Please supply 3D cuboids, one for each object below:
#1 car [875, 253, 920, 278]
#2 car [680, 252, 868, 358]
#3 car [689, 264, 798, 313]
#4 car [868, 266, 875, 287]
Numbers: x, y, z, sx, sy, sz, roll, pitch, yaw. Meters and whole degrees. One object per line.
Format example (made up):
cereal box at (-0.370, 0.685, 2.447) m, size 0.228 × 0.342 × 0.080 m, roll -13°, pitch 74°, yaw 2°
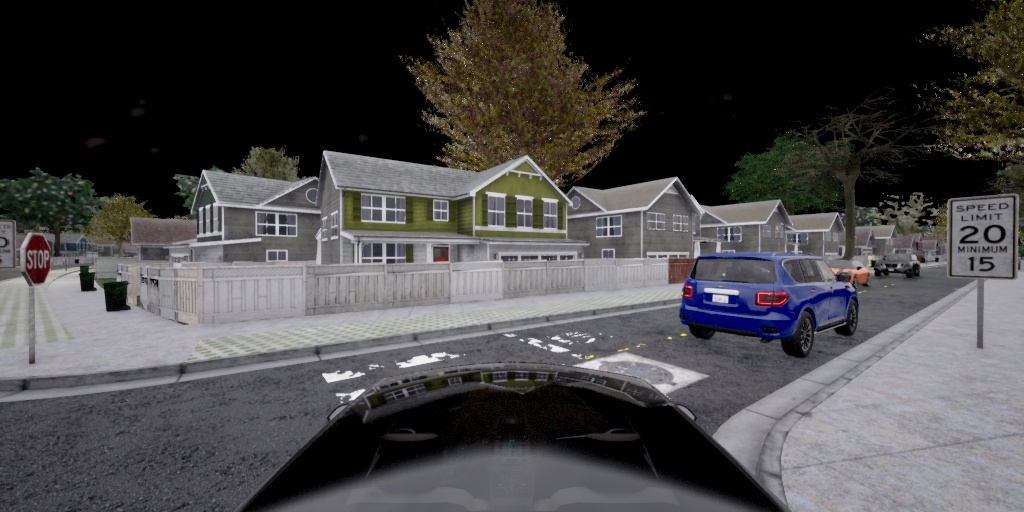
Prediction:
car at (33.241, 0.773, 30.889) m, size 5.566 × 2.045 × 2.150 m, roll 0°, pitch 0°, yaw -35°
car at (6.328, 0.931, 8.651) m, size 5.566 × 2.045 × 2.150 m, roll 0°, pitch 1°, yaw -35°
car at (9.288, 1.143, 14.213) m, size 5.008 × 1.535 × 1.882 m, roll 0°, pitch 0°, yaw -35°
car at (19.403, 0.970, 21.303) m, size 4.553 × 1.767 × 2.097 m, roll 0°, pitch 1°, yaw -35°
